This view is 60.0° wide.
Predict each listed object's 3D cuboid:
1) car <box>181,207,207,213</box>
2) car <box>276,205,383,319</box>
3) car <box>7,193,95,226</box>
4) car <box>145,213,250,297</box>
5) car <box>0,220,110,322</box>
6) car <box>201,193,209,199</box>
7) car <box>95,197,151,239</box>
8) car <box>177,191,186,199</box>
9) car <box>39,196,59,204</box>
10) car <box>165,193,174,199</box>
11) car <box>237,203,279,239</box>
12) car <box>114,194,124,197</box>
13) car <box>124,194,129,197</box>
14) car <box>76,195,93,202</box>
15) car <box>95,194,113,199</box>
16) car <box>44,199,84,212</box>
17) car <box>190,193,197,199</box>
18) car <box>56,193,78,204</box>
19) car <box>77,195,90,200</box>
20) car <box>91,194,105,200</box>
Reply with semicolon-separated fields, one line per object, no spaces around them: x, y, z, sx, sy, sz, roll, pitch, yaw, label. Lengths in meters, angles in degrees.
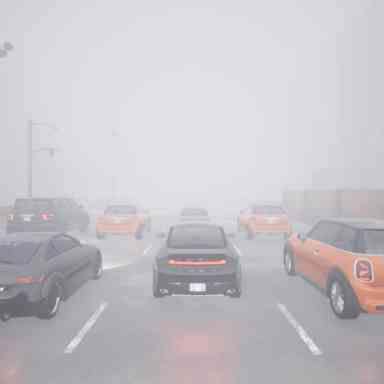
0.117;1.547;18.625;2.033;1.411;5.357;0;0;0;car
3.604;1.352;7.517;2.097;1.767;4.553;0;0;0;car
-6.892;1.222;16.586;2.150;2.045;5.566;0;0;0;car
0.105;1.505;8.533;1.837;1.490;4.892;0;0;0;car
-3.396;1.564;7.350;1.994;1.385;4.181;0;0;0;car
3.842;1.242;93.991;1.994;1.385;4.181;0;1;1;car
-3.391;1.352;17.318;2.097;1.767;4.553;0;0;0;car
-3.162;1.192;93.644;1.837;1.490;4.892;0;1;1;car
-27.916;1.569;65.081;1.895;1.301;4.718;0;0;0;car
-6.661;1.192;93.673;1.837;1.490;4.892;0;1;1;car
3.609;1.352;17.271;2.097;1.767;4.553;0;0;0;car
-17.332;1.393;74.755;1.882;1.535;5.008;0;0;1;car
-17.240;1.338;85.045;1.812;1.442;4.674;0;1;1;car
-24.326;1.435;75.437;2.128;1.511;4.902;0;0;1;car
-17.416;1.463;65.046;1.837;1.490;4.892;0;0;0;car
-14.856;1.567;38.595;4.181;1.385;1.994;0;0;-23;car
0.338;1.169;93.610;1.882;1.535;5.008;0;1;1;car
-24.414;1.198;65.321;2.150;2.045;5.566;0;0;0;car
-27.739;1.410;85.104;1.895;1.301;4.718;0;1;1;car
-24.234;1.331;85.740;2.128;1.511;4.902;0;1;1;car
